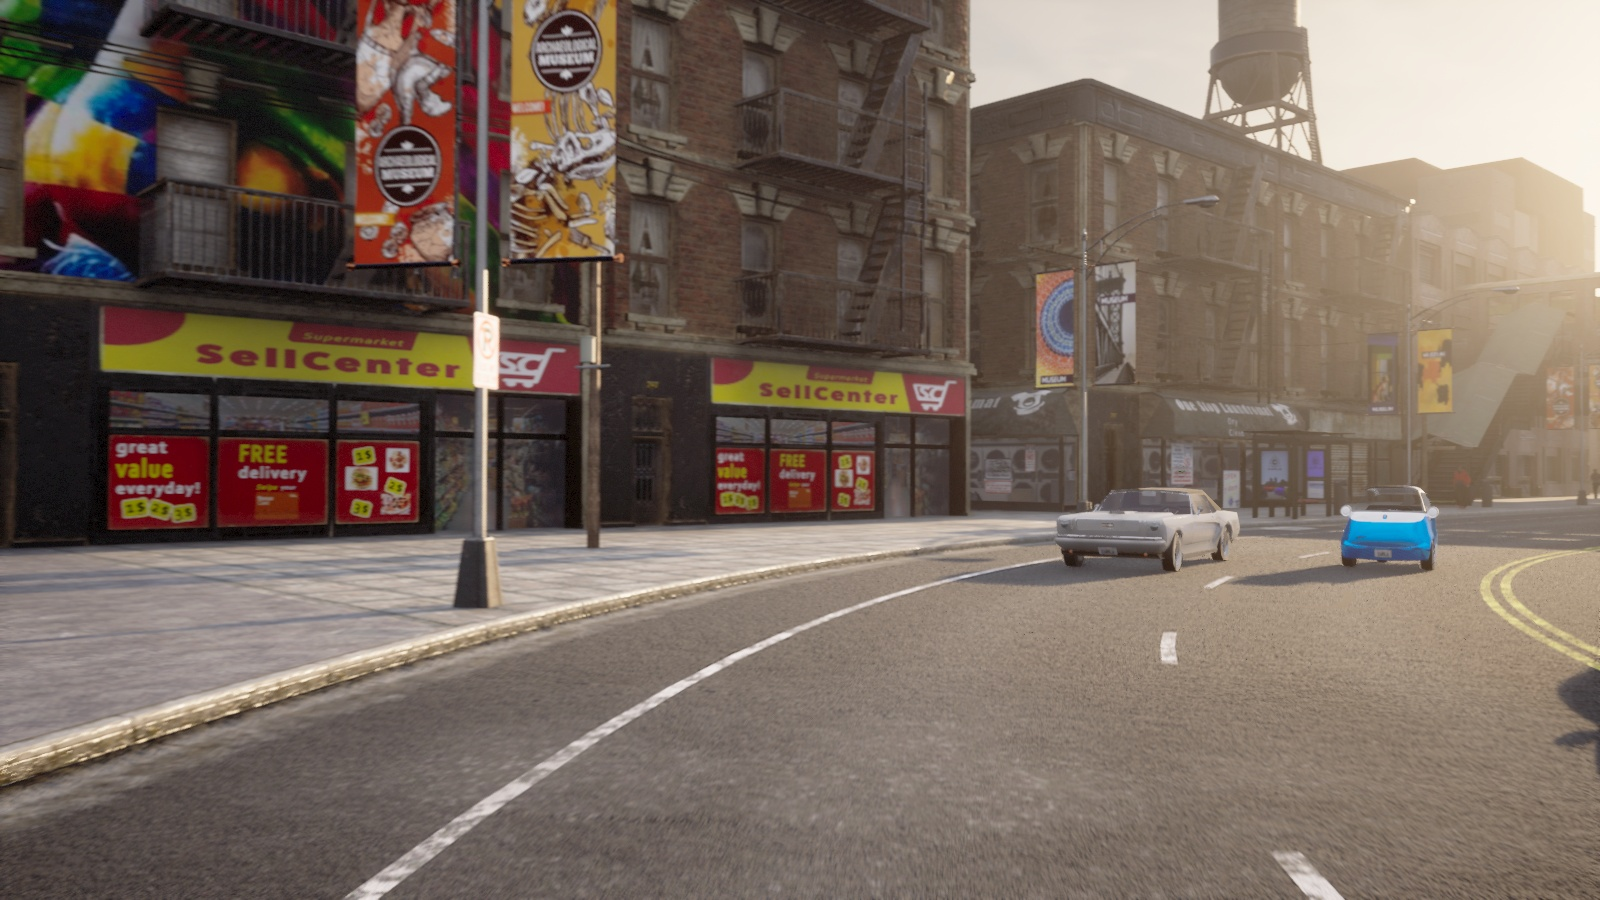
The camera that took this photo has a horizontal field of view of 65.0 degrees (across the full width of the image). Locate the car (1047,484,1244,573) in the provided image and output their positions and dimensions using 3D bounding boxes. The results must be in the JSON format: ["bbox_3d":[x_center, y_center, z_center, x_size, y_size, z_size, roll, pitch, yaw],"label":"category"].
[{"bbox_3d":[6.043,1.258,21.551,1.895,1.301,4.718,-1,-1,33],"label":"car"}]

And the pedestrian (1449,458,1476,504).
[{"bbox_3d":[26.874,1.245,50.922,0.899,1.844,0.634,1,-1,-38],"label":"pedestrian"}]

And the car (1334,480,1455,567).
[{"bbox_3d":[10.083,1.196,21.248,1.481,1.376,2.207,-1,-2,35],"label":"car"}]

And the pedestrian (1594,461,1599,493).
[{"bbox_3d":[45.831,1.543,72.103,0.331,1.846,0.634,-1,-1,40],"label":"pedestrian"}]
